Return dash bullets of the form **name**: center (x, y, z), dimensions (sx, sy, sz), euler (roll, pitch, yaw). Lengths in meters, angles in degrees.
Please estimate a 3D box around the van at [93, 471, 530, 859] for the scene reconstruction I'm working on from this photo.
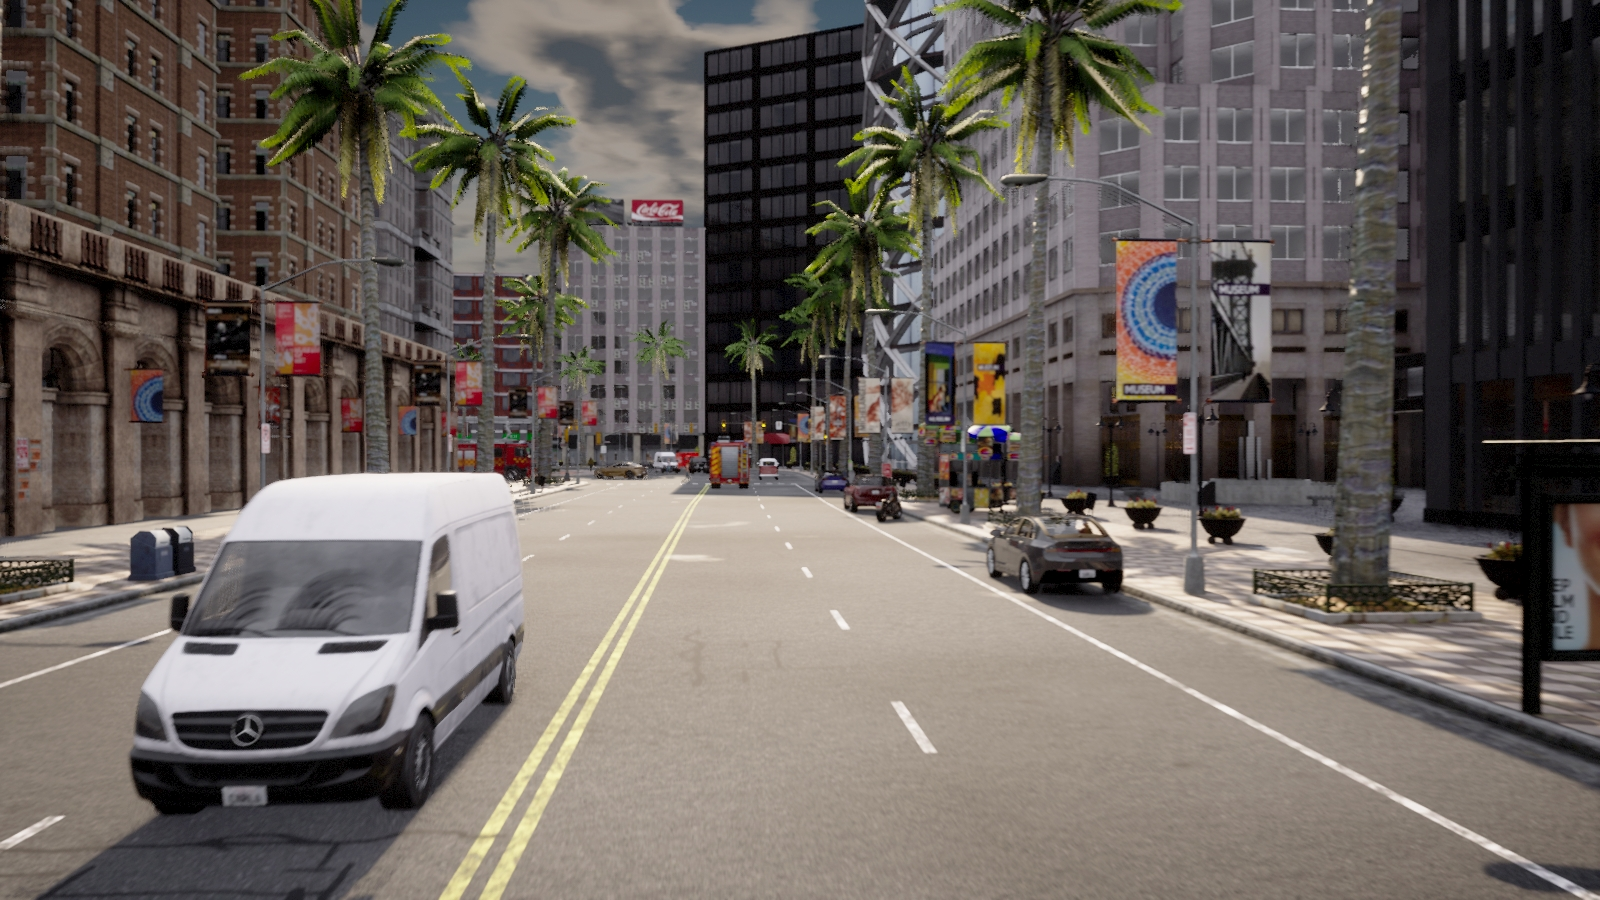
- **van**: center (-4.076, 1.535, 10.892), dimensions (1.988, 2.561, 5.915), euler (0, 0, -4)
